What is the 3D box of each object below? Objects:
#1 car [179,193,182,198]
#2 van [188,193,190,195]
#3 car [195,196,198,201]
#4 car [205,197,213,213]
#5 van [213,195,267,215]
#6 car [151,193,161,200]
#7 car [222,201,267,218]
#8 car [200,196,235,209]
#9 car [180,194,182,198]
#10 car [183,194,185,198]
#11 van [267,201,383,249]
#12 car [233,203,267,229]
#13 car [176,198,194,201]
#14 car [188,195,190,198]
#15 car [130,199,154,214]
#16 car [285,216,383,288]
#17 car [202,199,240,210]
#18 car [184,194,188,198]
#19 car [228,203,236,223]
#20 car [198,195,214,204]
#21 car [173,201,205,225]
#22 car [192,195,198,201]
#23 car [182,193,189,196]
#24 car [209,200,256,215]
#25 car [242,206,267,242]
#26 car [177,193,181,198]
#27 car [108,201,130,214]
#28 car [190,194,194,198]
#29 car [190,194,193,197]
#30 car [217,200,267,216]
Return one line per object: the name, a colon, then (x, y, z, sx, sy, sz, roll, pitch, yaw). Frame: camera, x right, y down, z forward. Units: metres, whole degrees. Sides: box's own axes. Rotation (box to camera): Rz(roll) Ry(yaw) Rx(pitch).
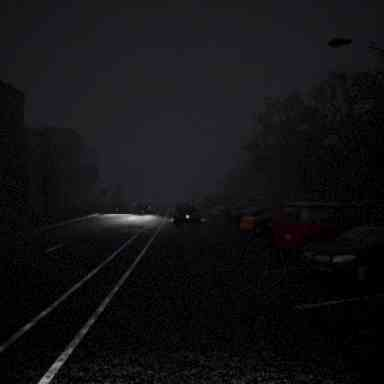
car: (-0.142, 1.856, 89.181, 4.892, 1.521, 2.231, 1, 0, -27)
van: (2.180, 1.509, 68.560, 4.442, 1.987, 1.878, 1, -1, -25)
car: (3.531, 1.647, 50.732, 4.892, 1.521, 2.231, 1, 0, -24)
car: (4.371, 1.585, 32.866, 5.366, 1.575, 1.946, 1, 0, -23)
van: (4.566, 1.357, 29.924, 4.442, 1.987, 1.878, 1, 0, -23)
car: (-8.377, 1.337, 77.735, 2.150, 2.045, 5.566, 0, 0, -6)
car: (4.869, 1.615, 24.050, 4.674, 1.452, 2.002, 0, 0, -22)
car: (3.692, 1.508, 47.763, 4.553, 1.767, 2.185, 1, -1, -24)
car: (0.197, 1.843, 86.231, 5.008, 1.535, 2.097, 1, -1, -27)
car: (1.182, 1.788, 77.373, 5.008, 1.535, 2.097, 1, -1, -26)
van: (5.302, 1.319, 12.242, 4.442, 1.987, 1.878, 1, -1, -21)
car: (5.240, 1.562, 18.203, 5.366, 1.575, 1.946, 1, 0, -22)
car: (-1.159, 1.734, 41.789, 1.895, 1.301, 4.718, 0, 0, -3)
car: (2.352, 1.716, 65.541, 5.008, 1.535, 2.097, 1, 0, -25)
car: (-5.214, 1.724, 36.441, 1.895, 1.301, 4.718, 0, 0, -3)
car: (5.238, 1.571, 9.222, 4.674, 1.452, 2.002, 1, 0, -21)
car: (3.913, 1.663, 44.803, 4.674, 1.452, 2.002, 1, 0, -24)
car: (1.504, 1.770, 74.413, 5.008, 1.535, 2.097, 1, 0, -26)
car: (4.976, 1.609, 21.104, 4.674, 1.452, 2.002, 1, 0, -22)
car: (4.114, 1.363, 41.856, 5.566, 2.045, 2.435, 1, -1, -24)
car: (-0.372, 1.657, 24.731, 1.994, 1.385, 4.181, 0, 0, -2)
car: (3.057, 1.700, 56.648, 4.792, 1.488, 2.163, 1, 0, -25)
car: (0.572, 1.700, 83.288, 4.553, 1.767, 2.185, 1, 0, -27)
car: (4.403, 1.637, 35.906, 4.674, 1.452, 2.002, 1, 0, -23)
car: (5.129, 1.553, 15.166, 5.008, 1.535, 2.097, 1, 0, -21)
car: (-0.489, 1.605, 92.152, 5.566, 2.045, 2.435, 1, 0, -27)
car: (-8.062, 1.693, 37.197, 1.994, 1.385, 4.181, 0, 0, -3)
car: (2.844, 1.685, 59.624, 5.008, 1.535, 2.097, 1, -1, -25)
car: (2.572, 1.574, 62.577, 4.553, 1.767, 2.185, 1, -1, -25)
car: (4.784, 1.619, 27.004, 4.674, 1.452, 2.002, 1, 0, -22)
